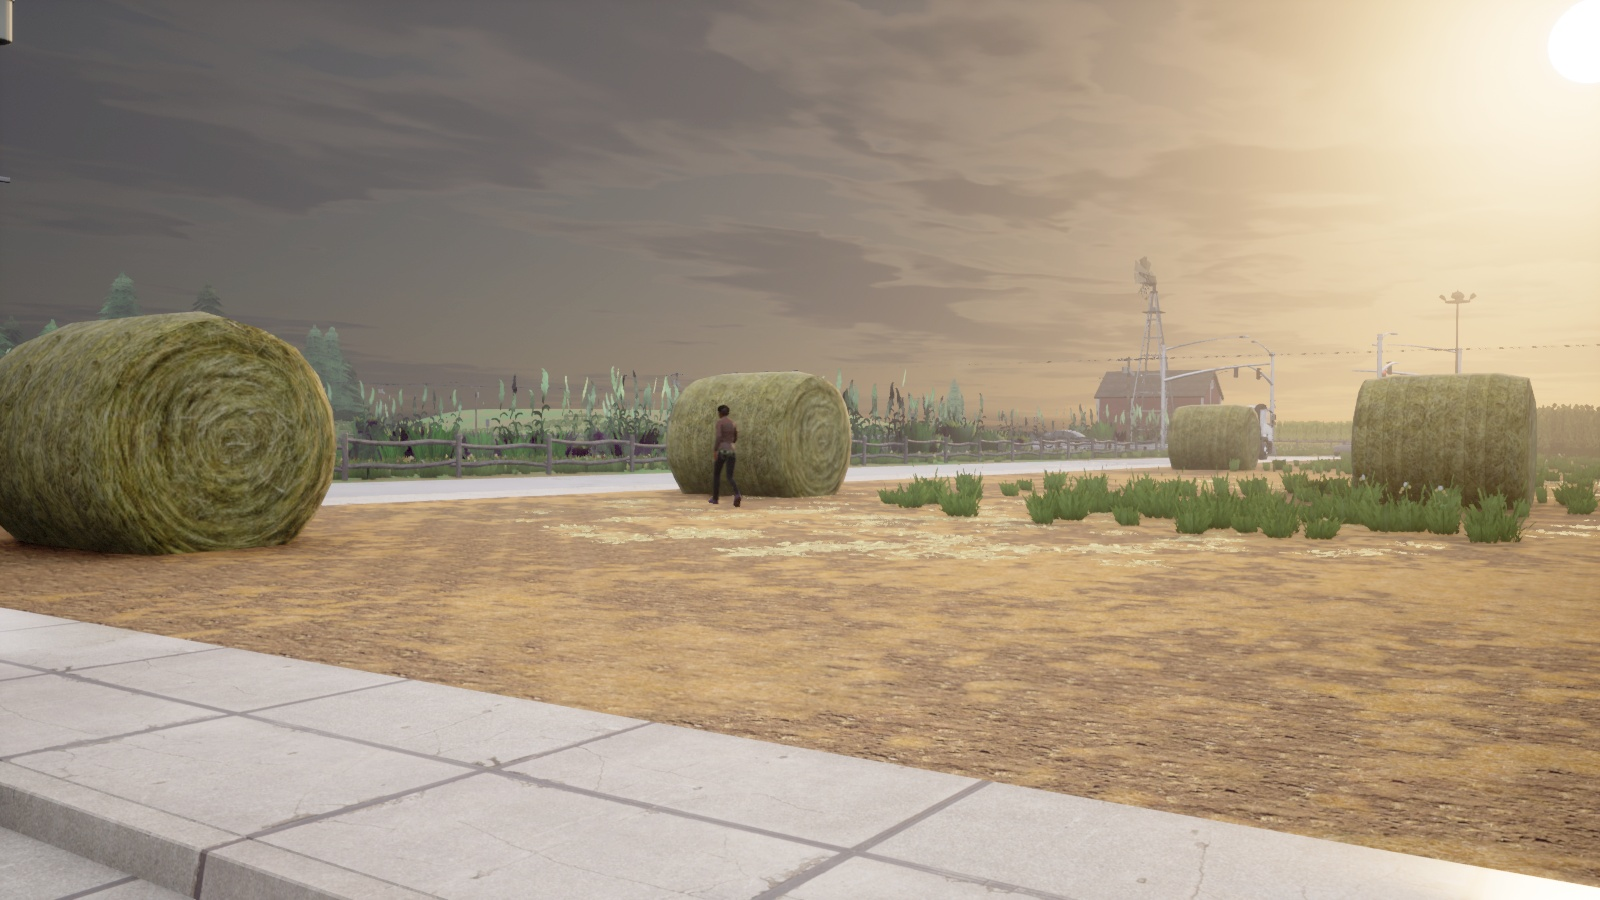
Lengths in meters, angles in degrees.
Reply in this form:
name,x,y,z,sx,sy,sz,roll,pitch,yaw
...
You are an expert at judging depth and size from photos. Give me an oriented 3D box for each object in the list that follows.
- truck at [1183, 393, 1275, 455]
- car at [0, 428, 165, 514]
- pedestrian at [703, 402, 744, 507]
name,x,y,z,sx,sy,sz,roll,pitch,yaw
truck,25.712,-1.542,74.990,2.891,3.462,7.936,0,1,36
car,-15.257,0.388,25.279,1.851,1.617,3.988,0,1,36
pedestrian,-1.347,0.066,22.013,0.328,1.805,0.869,-1,1,-31
